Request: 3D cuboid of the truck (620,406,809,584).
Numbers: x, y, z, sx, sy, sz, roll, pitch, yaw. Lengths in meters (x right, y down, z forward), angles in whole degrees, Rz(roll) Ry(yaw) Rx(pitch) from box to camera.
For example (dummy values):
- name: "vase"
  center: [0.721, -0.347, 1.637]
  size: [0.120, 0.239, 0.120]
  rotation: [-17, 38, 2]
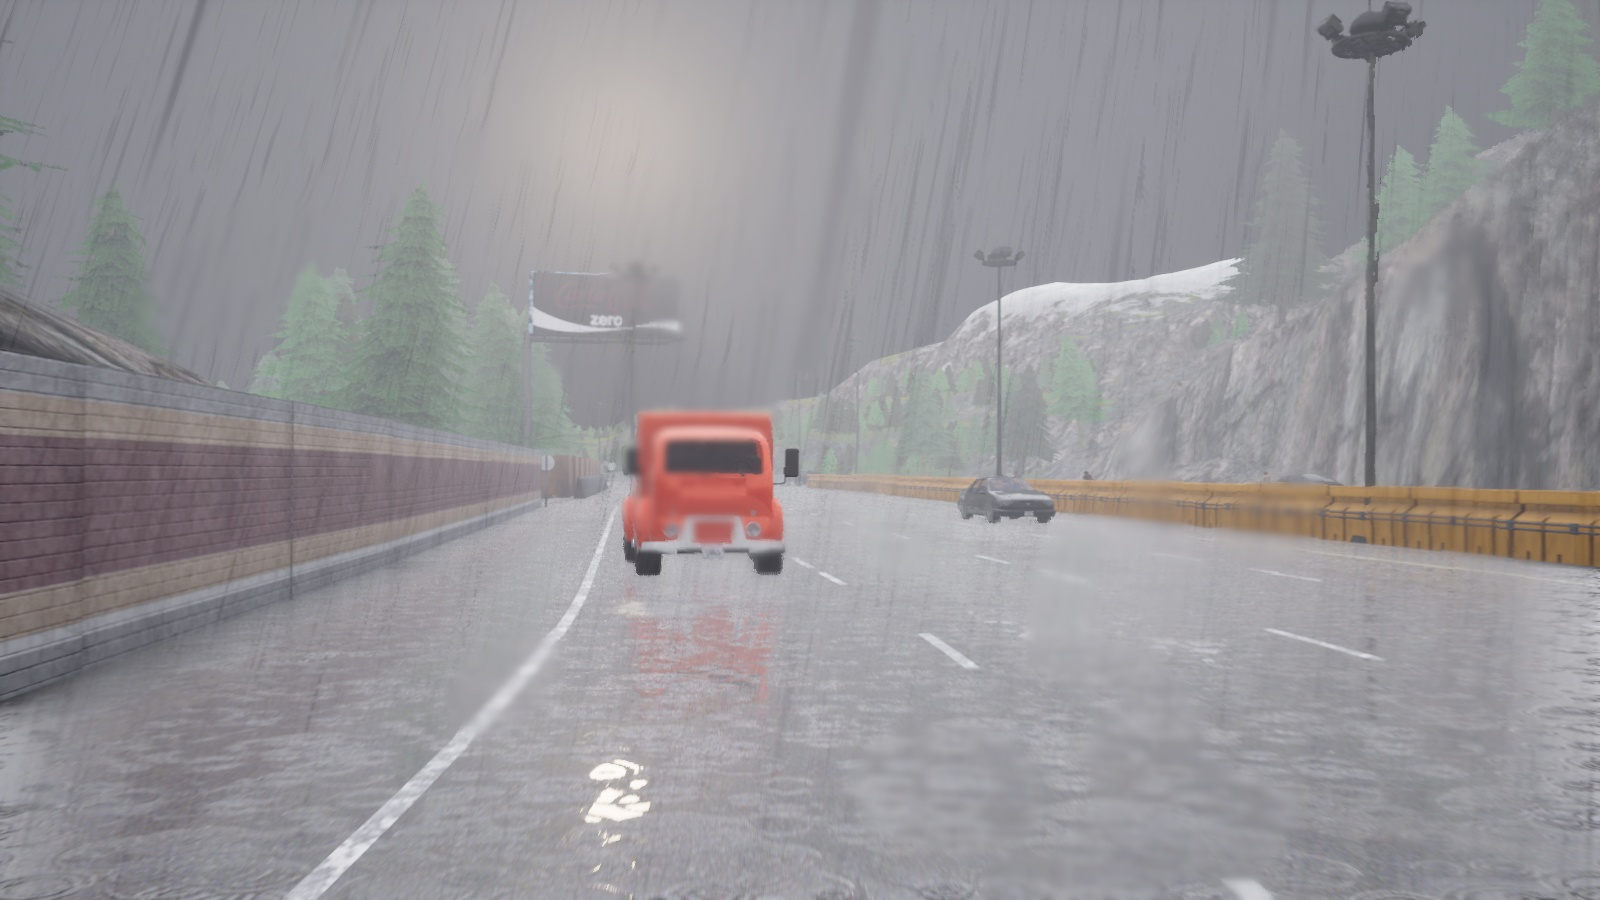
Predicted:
- name: "truck"
  center: [-1.535, 0.676, 20.100]
  size: [2.627, 2.467, 5.204]
  rotation: [0, -1, -8]

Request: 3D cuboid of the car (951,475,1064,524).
- name: "car"
  center: [6.411, 1.496, 39.547]
  size: [2.033, 1.411, 5.357]
  rotation: [0, -1, -8]

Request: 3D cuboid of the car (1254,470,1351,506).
- name: "car"
  center: [22.058, 1.650, 55.333]
  size: [1.837, 1.490, 4.892]
  rotation: [0, -1, -6]
